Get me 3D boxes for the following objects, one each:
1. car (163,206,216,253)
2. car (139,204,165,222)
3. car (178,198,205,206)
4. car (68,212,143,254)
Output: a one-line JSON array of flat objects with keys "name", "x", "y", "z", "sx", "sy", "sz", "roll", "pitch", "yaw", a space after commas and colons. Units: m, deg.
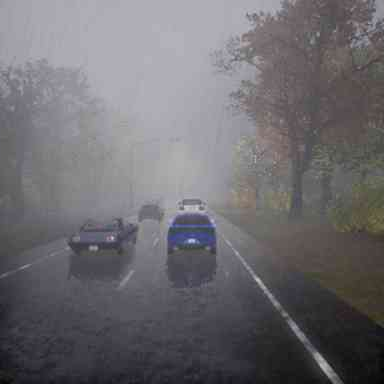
[{"name": "car", "x": -0.004, "y": 1.621, "z": 14.473, "sx": 1.882, "sy": 1.535, "sz": 5.008, "roll": 0, "pitch": 0, "yaw": 0}, {"name": "car", "x": -3.517, "y": 1.795, "z": 29.289, "sx": 1.837, "sy": 1.490, "sz": 4.892, "roll": 0, "pitch": 0, "yaw": 0}, {"name": "car", "x": -0.019, "y": 1.500, "z": 29.002, "sx": 2.150, "sy": 2.045, "sz": 5.566, "roll": 0, "pitch": 0, "yaw": 0}, {"name": "car", "x": -3.508, "y": 1.740, "z": 14.106, "sx": 1.895, "sy": 1.301, "sz": 4.718, "roll": 0, "pitch": -1, "yaw": 0}]
